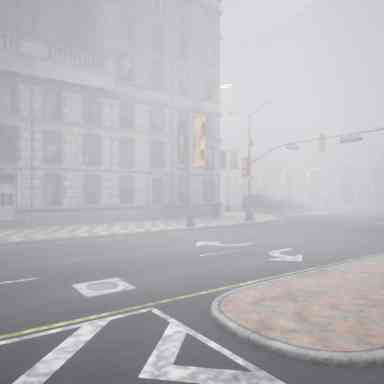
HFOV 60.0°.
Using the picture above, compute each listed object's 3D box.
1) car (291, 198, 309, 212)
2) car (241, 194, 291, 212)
[{"bbox_3d":[11.616,1.491,39.858,2.128,1.511,4.902,0,0,-36],"label":"car"},{"bbox_3d":[8.191,1.221,38.626,2.150,2.045,5.566,0,0,-36],"label":"car"}]
